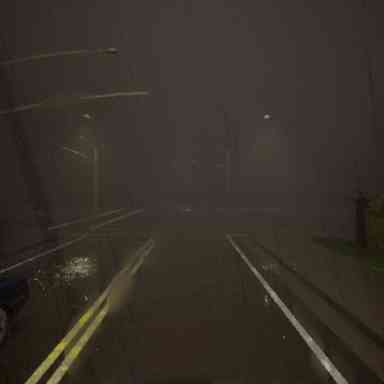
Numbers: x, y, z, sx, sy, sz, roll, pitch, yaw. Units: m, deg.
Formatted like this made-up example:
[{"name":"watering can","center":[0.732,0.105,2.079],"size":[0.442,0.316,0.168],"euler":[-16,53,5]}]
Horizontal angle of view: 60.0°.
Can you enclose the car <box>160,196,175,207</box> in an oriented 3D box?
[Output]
[{"name":"car","center":[-3.498,1.384,48.217],"size":[1.812,1.442,4.674],"euler":[0,1,0]}]

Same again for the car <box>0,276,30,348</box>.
[{"name":"car","center":[-3.583,1.588,3.198],"size":[1.895,1.301,4.718],"euler":[0,0,0]}]
